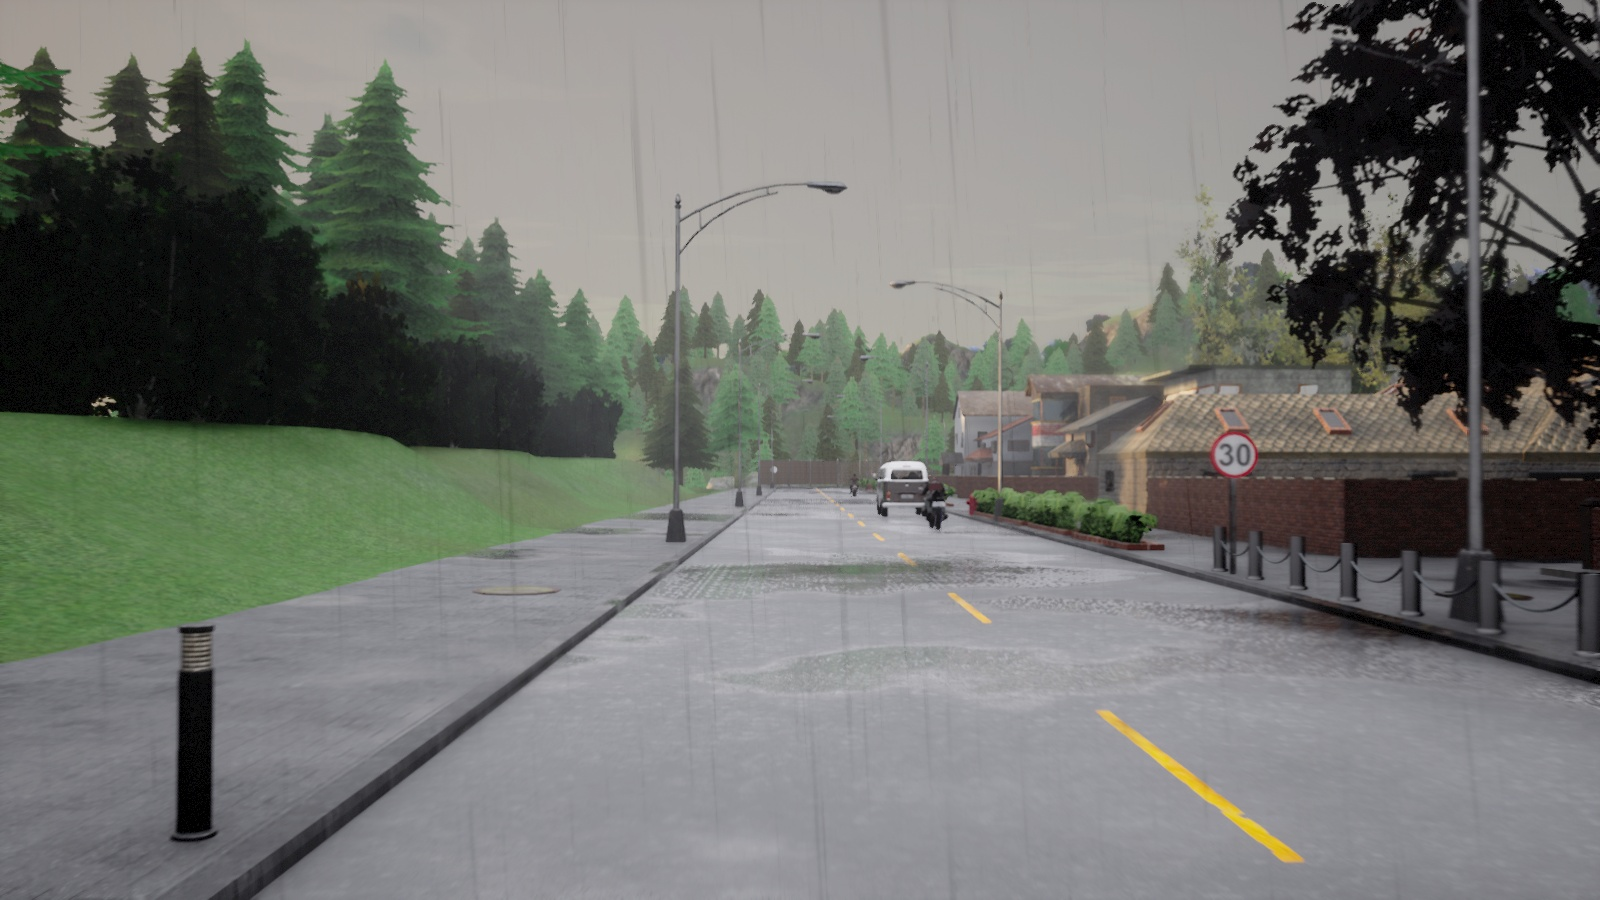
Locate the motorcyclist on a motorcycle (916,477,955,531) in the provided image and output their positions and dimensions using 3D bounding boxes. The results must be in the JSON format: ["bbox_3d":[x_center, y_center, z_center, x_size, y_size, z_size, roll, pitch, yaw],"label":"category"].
[{"bbox_3d":[3.911,1.542,36.428,0.866,1.530,2.191,0,-1,0],"label":"motorcyclist on a motorcycle"}]

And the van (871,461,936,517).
[{"bbox_3d":[3.883,1.447,47.684,2.069,2.038,4.480,0,-1,0],"label":"van"}]
